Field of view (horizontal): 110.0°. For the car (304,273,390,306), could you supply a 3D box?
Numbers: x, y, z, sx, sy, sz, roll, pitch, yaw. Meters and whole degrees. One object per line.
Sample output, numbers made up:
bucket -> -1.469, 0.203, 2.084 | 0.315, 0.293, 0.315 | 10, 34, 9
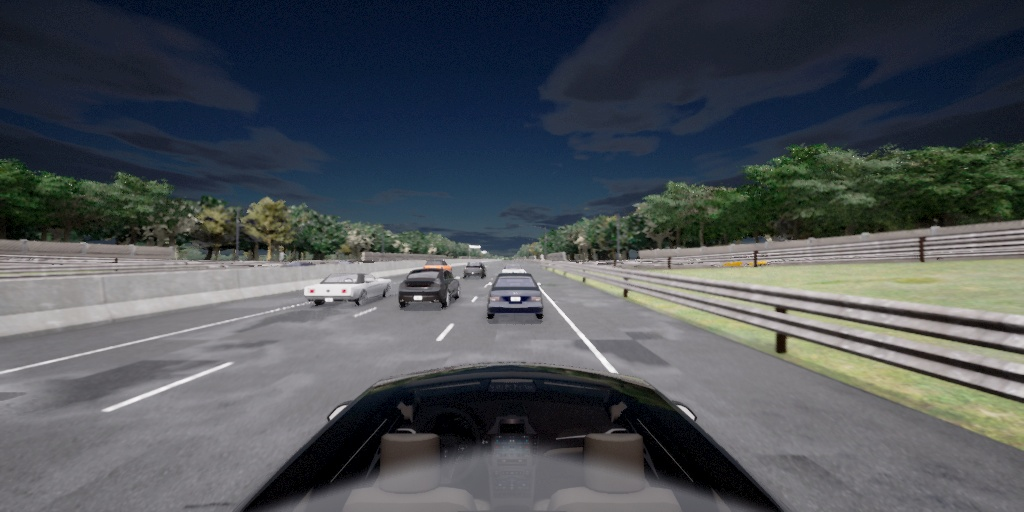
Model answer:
car -> -6.897, 1.367, 15.748 | 1.895, 1.301, 4.718 | 0, 0, 0

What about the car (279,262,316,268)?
car -> -24.586, 1.370, 41.137 | 2.033, 1.411, 5.357 | 0, 0, 0

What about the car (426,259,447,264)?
car -> -6.896, 1.154, 33.340 | 2.097, 1.767, 4.553 | 0, 0, 0

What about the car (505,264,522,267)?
car -> 0.098, 1.400, 32.029 | 1.895, 1.301, 4.718 | 0, 0, 0

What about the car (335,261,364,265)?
car -> -17.586, 1.421, 40.002 | 1.895, 1.301, 4.718 | 0, 0, 0

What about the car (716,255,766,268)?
car -> 23.944, 0.558, 37.798 | 1.882, 1.535, 5.008 | 0, -3, -16

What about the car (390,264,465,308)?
car -> -3.398, 1.271, 15.376 | 1.837, 1.490, 4.892 | 0, 0, 0

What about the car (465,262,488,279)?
car -> -3.396, 1.294, 33.583 | 2.128, 1.511, 4.902 | 0, 0, 0

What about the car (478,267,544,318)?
car -> 0.102, 1.310, 13.016 | 2.033, 1.411, 5.357 | 0, 0, 0
